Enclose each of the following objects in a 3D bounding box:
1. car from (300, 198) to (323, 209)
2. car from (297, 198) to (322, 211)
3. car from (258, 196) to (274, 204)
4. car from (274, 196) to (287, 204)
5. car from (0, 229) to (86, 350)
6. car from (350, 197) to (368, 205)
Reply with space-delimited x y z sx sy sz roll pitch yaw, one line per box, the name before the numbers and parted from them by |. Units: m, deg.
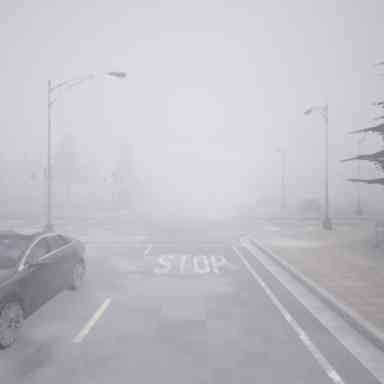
car | 17.004 1.596 47.411 1.970 1.475 3.806 0 0 0
car | 13.951 1.553 40.020 1.845 1.501 3.633 0 0 0
car | 14.196 1.634 66.052 2.007 1.523 4.514 0 0 0
car | 17.333 1.625 66.074 2.152 1.636 5.027 0 0 0
car | -3.528 1.521 6.348 2.128 1.511 4.902 0 0 0
car | 29.104 1.580 58.285 1.845 1.501 3.633 0 0 0
